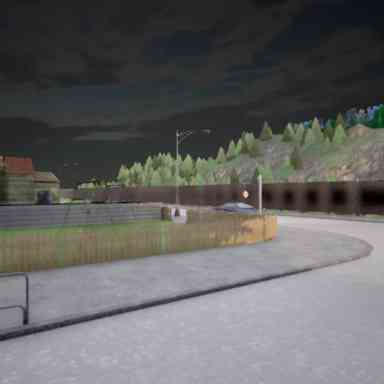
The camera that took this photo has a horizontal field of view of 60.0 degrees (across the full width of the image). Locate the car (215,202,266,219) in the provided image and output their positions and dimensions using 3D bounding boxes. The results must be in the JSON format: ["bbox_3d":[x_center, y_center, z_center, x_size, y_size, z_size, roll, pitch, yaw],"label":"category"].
[{"bbox_3d":[3.778,1.521,26.768,1.812,1.442,4.674,0,1,-35],"label":"car"}]
